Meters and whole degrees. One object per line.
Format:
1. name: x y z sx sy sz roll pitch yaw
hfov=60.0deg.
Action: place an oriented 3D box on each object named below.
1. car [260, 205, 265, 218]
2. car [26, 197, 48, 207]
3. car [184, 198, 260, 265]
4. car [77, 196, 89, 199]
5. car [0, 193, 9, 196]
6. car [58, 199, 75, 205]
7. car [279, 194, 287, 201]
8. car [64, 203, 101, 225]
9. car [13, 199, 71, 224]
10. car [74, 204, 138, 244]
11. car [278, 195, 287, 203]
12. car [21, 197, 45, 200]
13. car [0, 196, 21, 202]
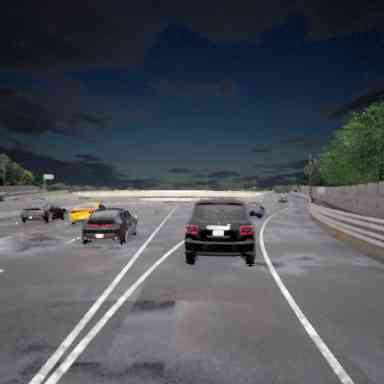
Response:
1. car: 5.794 1.701 31.431 1.994 1.385 4.181 -1 -1 17
2. car: -28.995 1.796 62.444 2.097 1.767 4.553 0 -1 -1
3. car: 1.103 1.240 11.985 2.150 2.045 5.566 0 0 8
4. car: -25.739 2.021 78.521 2.150 2.045 5.566 0 -1 -1
5. car: -28.817 1.404 46.988 2.150 2.045 5.566 0 -1 0
6. car: -29.228 2.305 77.687 2.033 1.411 5.357 0 -1 -1
7. car: 22.231 1.372 81.214 1.812 1.442 4.674 0 1 15
8. car: -7.309 1.511 24.357 1.882 1.535 5.008 0 0 -1
9. car: -10.813 1.516 24.646 2.128 1.511 4.902 0 0 -1
10. car: -3.778 1.520 15.875 1.837 1.490 4.892 0 0 -1
11. car: 19.430 1.717 71.531 1.895 1.301 4.718 0 1 16
12. car: -21.826 1.732 47.200 1.812 1.442 4.674 0 -1 0
13. car: -25.329 1.692 47.476 2.128 1.511 4.902 0 -1 -1
